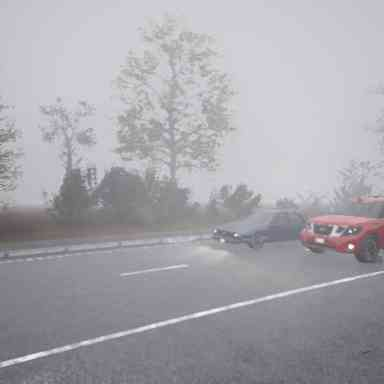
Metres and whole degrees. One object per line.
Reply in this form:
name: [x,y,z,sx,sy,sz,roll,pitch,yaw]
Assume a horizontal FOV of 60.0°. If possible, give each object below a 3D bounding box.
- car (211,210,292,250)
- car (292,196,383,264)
car: [3.494,1.500,14.275,5.357,1.411,2.033,0,0,-30]
car: [6.490,1.187,11.927,5.566,2.045,2.150,0,0,-29]
